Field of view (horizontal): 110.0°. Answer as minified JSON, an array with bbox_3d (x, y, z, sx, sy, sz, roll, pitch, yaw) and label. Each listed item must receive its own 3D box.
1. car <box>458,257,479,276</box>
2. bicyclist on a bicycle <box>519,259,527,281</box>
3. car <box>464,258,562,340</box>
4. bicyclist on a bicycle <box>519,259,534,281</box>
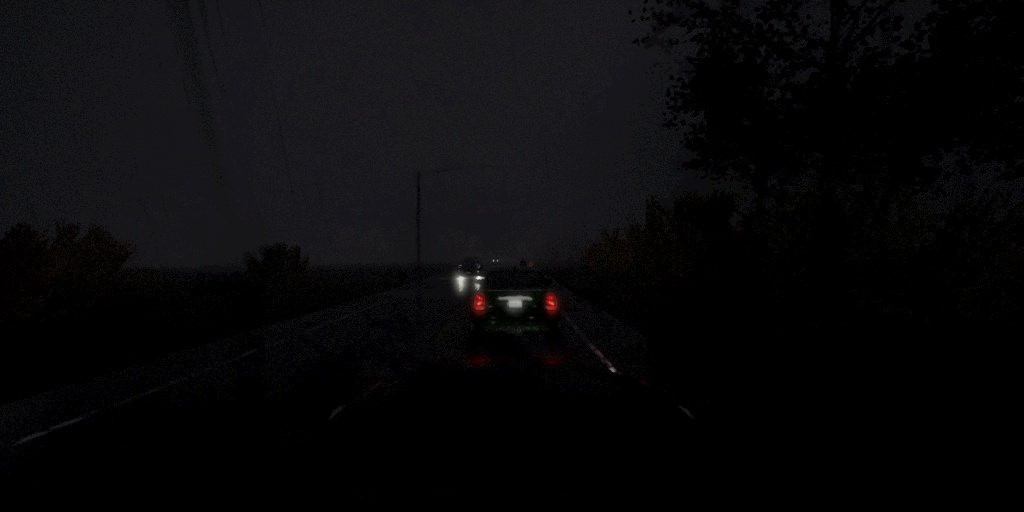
[{"bbox_3d":[-3.775,0.875,33.448,2.097,1.767,4.553,0,0,0],"label":"car"},{"bbox_3d":[0.840,1.019,27.351,0.582,1.620,1.656,0,0,0],"label":"bicyclist on a bicycle"},{"bbox_3d":[0.072,1.043,9.889,2.097,1.767,4.553,0,0,0],"label":"car"},{"bbox_3d":[0.903,1.075,17.234,0.866,1.612,1.509,0,0,0],"label":"bicyclist on a bicycle"}]
